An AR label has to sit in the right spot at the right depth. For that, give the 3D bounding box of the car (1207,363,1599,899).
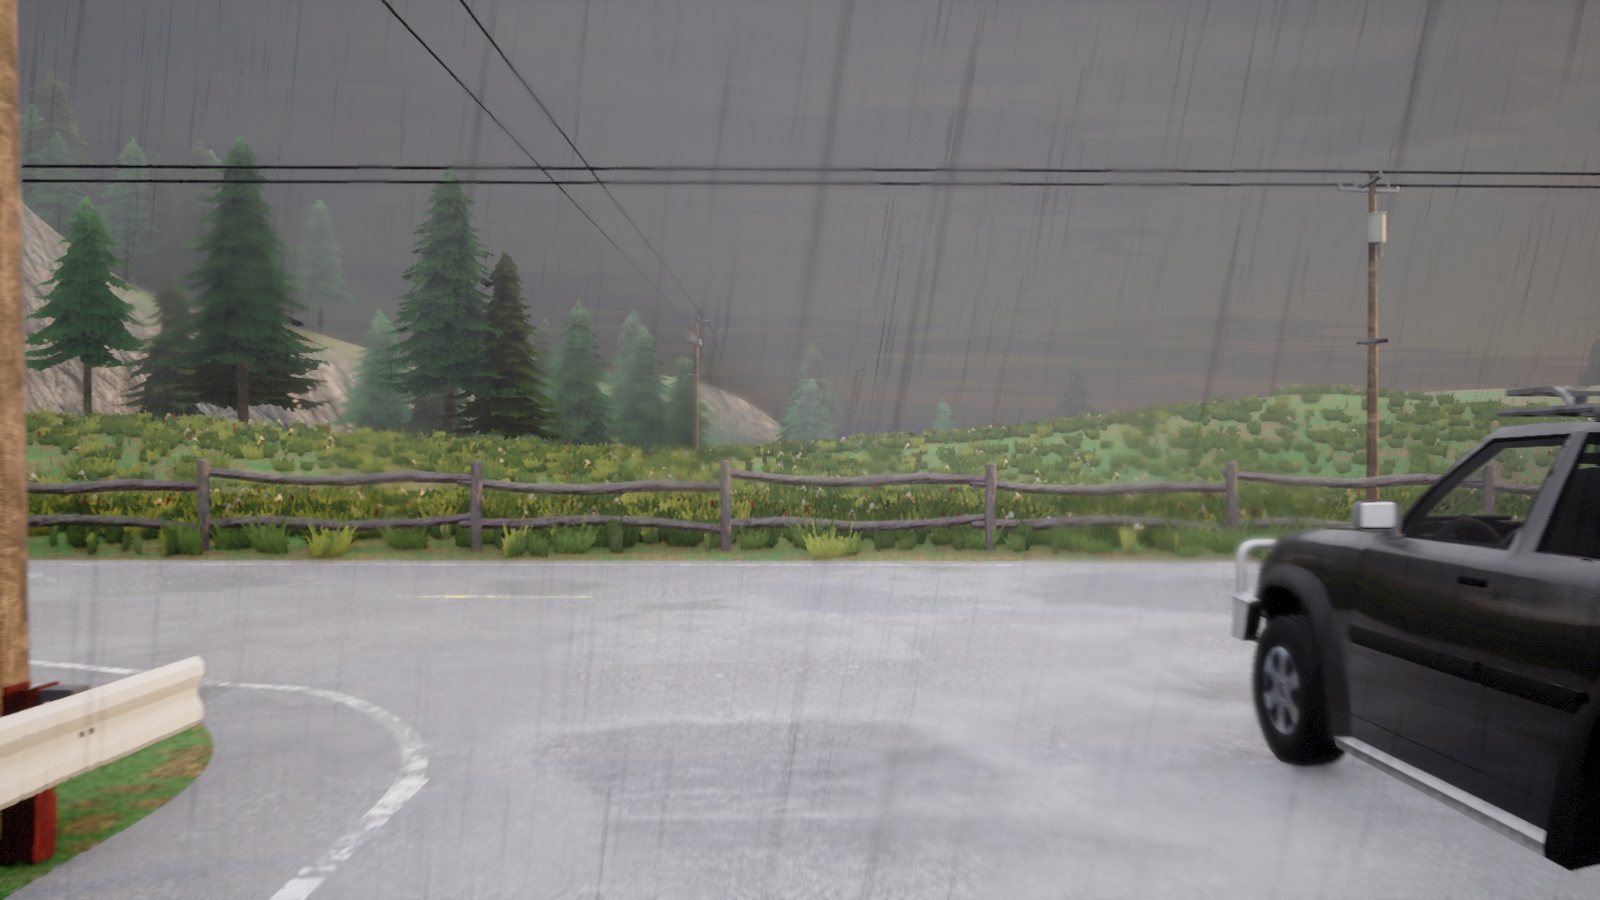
[{"bbox_3d":[3.412,0.660,5.091,1.932,1.855,4.605,0,0,-1],"label":"car"}]
